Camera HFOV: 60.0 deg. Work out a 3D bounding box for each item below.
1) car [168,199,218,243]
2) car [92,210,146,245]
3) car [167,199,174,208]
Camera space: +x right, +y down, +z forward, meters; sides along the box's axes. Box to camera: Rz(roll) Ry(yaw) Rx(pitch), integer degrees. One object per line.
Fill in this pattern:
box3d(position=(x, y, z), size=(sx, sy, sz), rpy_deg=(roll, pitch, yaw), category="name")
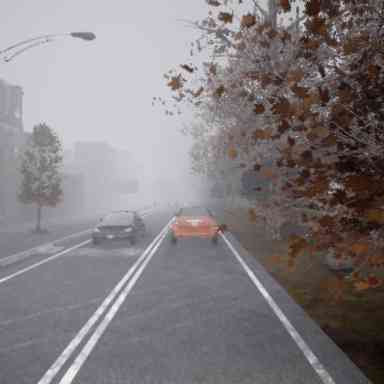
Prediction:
box3d(position=(0.114, 1.423, 16.636), size=(2.097, 1.767, 4.553), rpy_deg=(0, 0, 0), category="car")
box3d(position=(-3.337, 1.591, 15.963), size=(1.812, 1.442, 4.674), rpy_deg=(0, 0, 0), category="car")
box3d(position=(-3.191, 1.897, 56.822), size=(2.128, 1.511, 4.902), rpy_deg=(0, 0, 1), category="car")
